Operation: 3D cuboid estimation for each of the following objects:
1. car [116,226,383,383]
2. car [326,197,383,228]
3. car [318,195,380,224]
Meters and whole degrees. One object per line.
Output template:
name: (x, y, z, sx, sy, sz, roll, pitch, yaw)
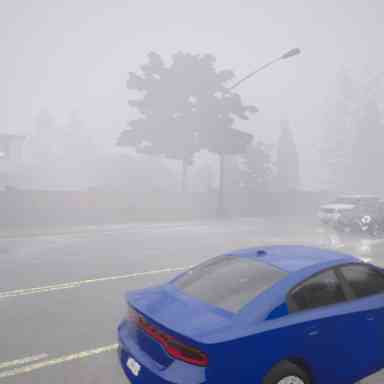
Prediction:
car: (1.535, 1.479, 4.468, 5.008, 1.535, 1.882, 0, 0, -32)
car: (9.858, 1.358, 18.267, 4.553, 1.767, 2.097, 0, 0, -32)
car: (11.289, 1.229, 23.305, 5.566, 2.045, 2.150, 0, 0, -33)
